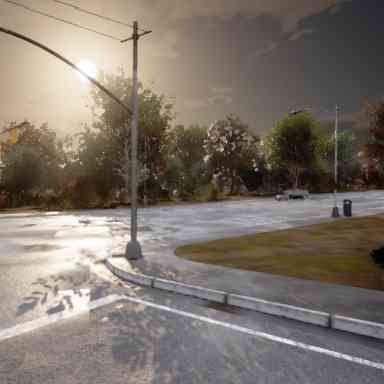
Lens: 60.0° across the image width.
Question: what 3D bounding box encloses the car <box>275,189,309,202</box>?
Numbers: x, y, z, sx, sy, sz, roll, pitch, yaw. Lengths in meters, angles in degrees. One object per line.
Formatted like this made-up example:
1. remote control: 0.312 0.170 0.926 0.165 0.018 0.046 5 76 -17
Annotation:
1. car: 12.671 0.382 42.155 4.902 1.511 2.128 -4 2 -30
